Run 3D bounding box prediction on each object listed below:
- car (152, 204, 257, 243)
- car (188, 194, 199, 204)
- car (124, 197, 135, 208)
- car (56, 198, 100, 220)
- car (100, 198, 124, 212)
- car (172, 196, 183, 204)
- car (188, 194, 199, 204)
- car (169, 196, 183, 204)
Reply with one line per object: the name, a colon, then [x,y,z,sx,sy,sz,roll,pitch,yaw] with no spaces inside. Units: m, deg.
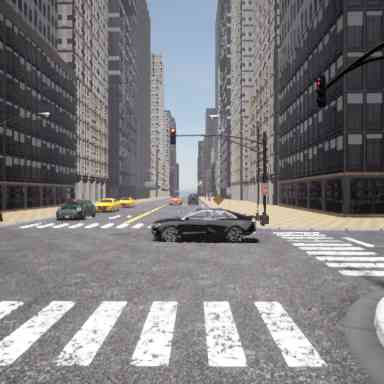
car: [0.571,1.496,15.614,4.902,1.511,2.128,0,0,3]
car: [0.279,1.600,60.193,1.837,1.490,4.892,0,0,0]
car: [-9.697,1.540,49.270,1.882,1.535,5.008,0,0,0]
car: [-9.766,1.372,28.275,2.097,1.767,4.553,0,0,0]
car: [-9.736,1.515,38.655,1.882,1.535,5.008,0,0,0]
car: [-2.971,1.627,70.170,2.128,1.511,4.902,0,0,0]
car: [0.282,1.355,70.400,2.150,2.045,5.566,0,0,0]
car: [-2.971,1.447,59.982,2.097,1.767,4.553,0,0,0]
